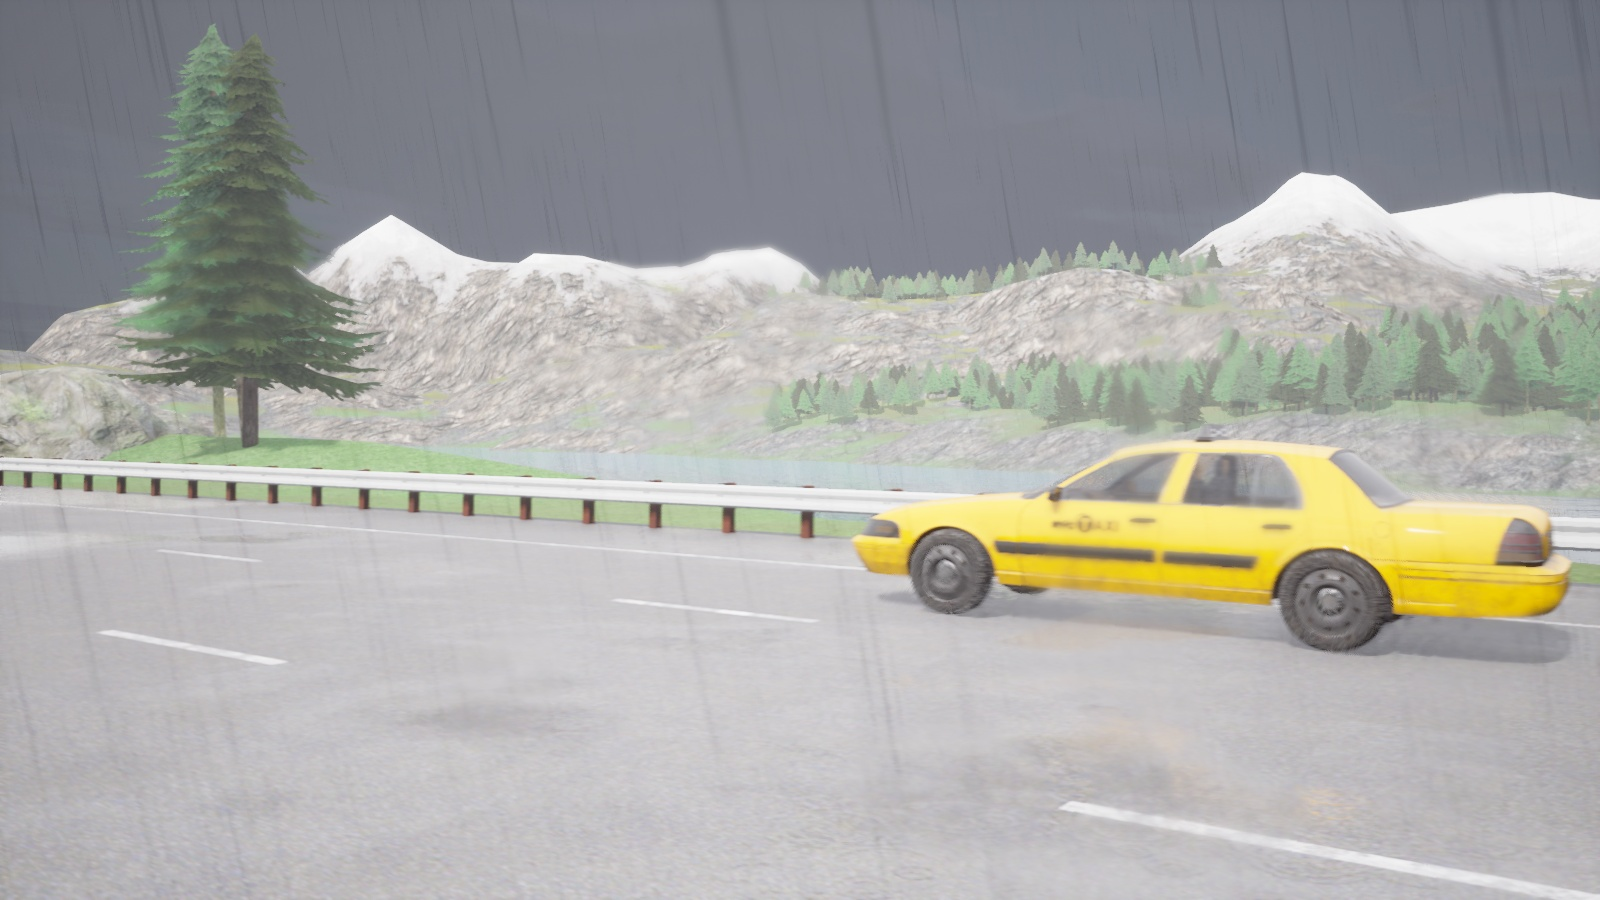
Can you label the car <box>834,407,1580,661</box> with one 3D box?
[{"bbox_3d":[3.029,0.506,10.013,5.366,1.575,1.801,0,1,34],"label":"car"}]
